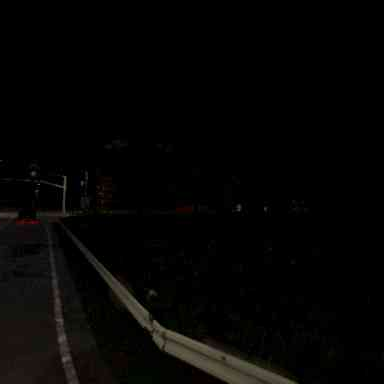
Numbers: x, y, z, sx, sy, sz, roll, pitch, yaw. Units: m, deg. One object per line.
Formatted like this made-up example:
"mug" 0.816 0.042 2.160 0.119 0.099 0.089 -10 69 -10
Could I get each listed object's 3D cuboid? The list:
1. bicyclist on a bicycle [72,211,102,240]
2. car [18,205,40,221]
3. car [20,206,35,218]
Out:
"bicyclist on a bicycle" -5.505 1.831 18.190 1.656 1.620 0.582 37 -18 -22
"car" -19.838 2.662 40.076 2.128 1.511 4.902 3 -3 -26
"car" -24.322 2.942 49.245 1.837 1.490 4.892 3 -3 -26
